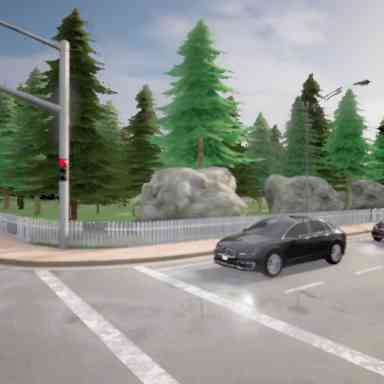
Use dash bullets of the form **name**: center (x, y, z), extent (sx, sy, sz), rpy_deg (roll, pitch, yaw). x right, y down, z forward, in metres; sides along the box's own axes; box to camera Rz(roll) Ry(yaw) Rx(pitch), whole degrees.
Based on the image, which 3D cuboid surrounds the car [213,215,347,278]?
- **car**: center (2.886, 1.532, 10.376), extent (4.892, 1.490, 1.837), rpy_deg (0, 0, -35)

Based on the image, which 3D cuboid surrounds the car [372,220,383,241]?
- **car**: center (10.378, 1.567, 15.701), extent (4.674, 1.442, 1.812), rpy_deg (0, 0, -35)
